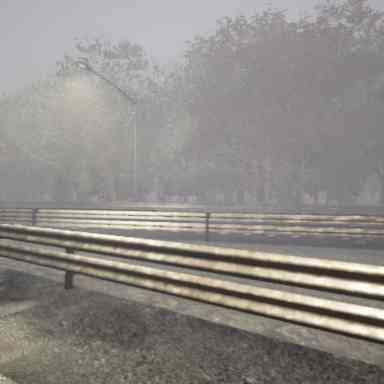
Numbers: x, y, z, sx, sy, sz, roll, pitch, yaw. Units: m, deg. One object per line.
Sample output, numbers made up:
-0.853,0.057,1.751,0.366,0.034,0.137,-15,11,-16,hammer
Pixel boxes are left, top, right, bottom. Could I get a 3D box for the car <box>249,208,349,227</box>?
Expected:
5.959,1.607,18.983,5.357,1.411,2.033,0,0,19,car
